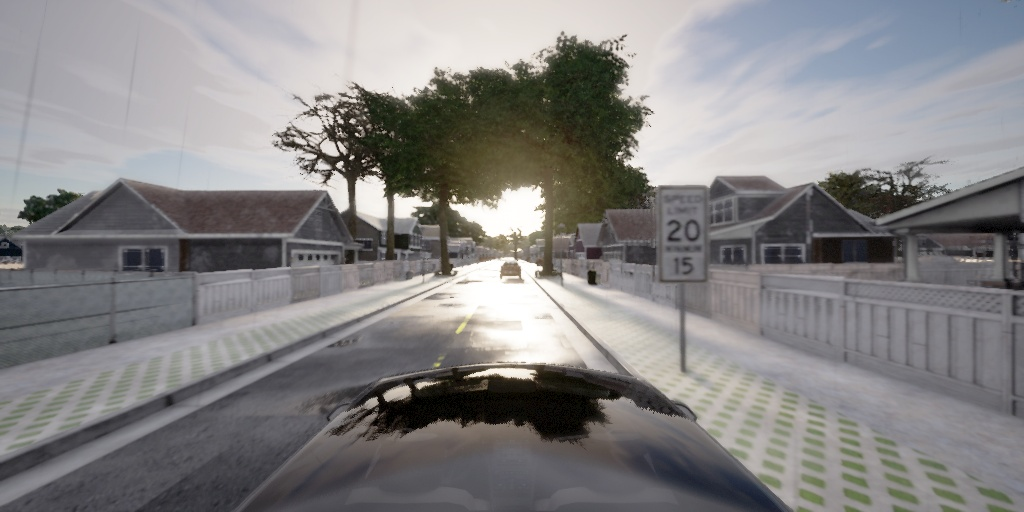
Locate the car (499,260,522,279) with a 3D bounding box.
[{"bbox_3d":[-0.108,1.207,32.036,1.882,1.535,5.008,0,0,0],"label":"car"}]
